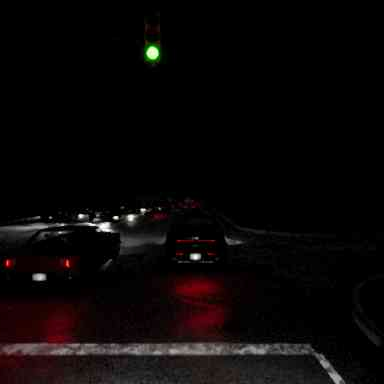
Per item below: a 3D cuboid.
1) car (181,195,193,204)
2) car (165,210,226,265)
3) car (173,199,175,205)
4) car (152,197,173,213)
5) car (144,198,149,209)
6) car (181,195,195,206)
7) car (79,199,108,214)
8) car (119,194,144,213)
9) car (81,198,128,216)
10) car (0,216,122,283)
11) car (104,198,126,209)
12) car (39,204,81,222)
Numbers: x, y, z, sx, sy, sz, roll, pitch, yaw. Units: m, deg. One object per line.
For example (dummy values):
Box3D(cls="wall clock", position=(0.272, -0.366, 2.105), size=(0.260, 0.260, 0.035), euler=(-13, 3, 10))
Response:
Box3D(cls="car", position=(-1.043, 1.433, 67.575), size=(2.097, 1.767, 4.553), euler=(0, 0, -3))
Box3D(cls="car", position=(0.099, 1.521, 11.640), size=(1.837, 1.490, 4.892), euler=(0, 0, 0))
Box3D(cls="car", position=(-4.120, 1.599, 59.240), size=(1.812, 1.442, 4.674), euler=(0, 0, -2))
Box3D(cls="car", position=(-3.504, 1.550, 38.315), size=(1.837, 1.490, 4.892), euler=(0, -1, -1))
Box3D(cls="car", position=(-7.309, 1.607, 47.850), size=(2.033, 1.411, 5.357), euler=(0, 0, -1))
Box3D(cls="car", position=(-0.555, 1.597, 57.459), size=(1.812, 1.442, 4.674), euler=(0, 0, -2))
Box3D(cls="car", position=(-10.680, 1.551, 36.476), size=(1.837, 1.490, 4.892), euler=(0, 0, -1))
Box3D(cls="car", position=(-7.188, 1.269, 37.516), size=(2.150, 2.045, 5.566), euler=(0, 0, 0))
Box3D(cls="car", position=(-7.109, 1.527, 27.656), size=(2.128, 1.511, 4.902), euler=(0, 0, 1))
Box3D(cls="car", position=(-3.400, 1.613, 9.644), size=(1.895, 1.301, 4.718), euler=(0, 0, 0))
Box3D(cls="car", position=(-10.796, 1.607, 47.044), size=(2.033, 1.411, 5.357), euler=(0, 0, -1))
Box3D(cls="car", position=(-10.617, 1.635, 27.167), size=(1.895, 1.301, 4.718), euler=(0, 0, 0))
